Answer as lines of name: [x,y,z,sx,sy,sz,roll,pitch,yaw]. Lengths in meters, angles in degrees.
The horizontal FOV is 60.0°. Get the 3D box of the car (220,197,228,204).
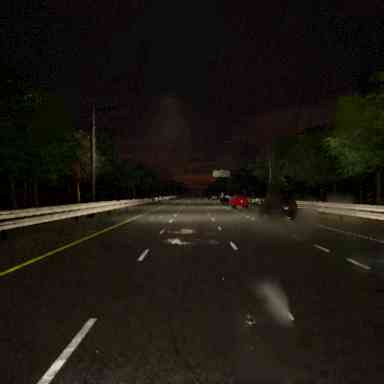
car: [7.301,1.893,74.918,1.837,1.490,4.892,0,0,0]

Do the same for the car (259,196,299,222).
car: [7.038,1.327,27.440,2.150,2.045,5.566,0,0,0]

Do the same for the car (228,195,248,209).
car: [7.134,1.459,50.275,2.150,2.045,5.566,0,0,0]
